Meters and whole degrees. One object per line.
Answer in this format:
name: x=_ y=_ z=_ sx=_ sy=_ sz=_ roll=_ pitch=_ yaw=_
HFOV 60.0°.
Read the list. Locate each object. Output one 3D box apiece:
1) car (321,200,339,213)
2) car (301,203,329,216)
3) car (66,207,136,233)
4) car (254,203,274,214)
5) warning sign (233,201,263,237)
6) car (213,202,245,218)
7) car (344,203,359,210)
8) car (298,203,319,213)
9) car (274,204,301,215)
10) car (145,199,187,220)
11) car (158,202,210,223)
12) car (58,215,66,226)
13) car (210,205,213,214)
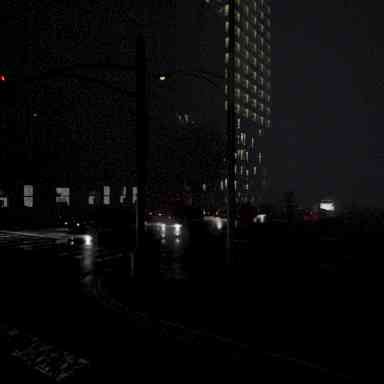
car: x=21.931 y=2.254 z=52.985 sx=2.150 sy=2.045 sz=5.566 roll=0 pitch=-1 yaw=33
car: x=16.517 y=2.456 z=44.499 sx=1.895 sy=1.301 sz=4.718 roll=0 pitch=-1 yaw=33
car: x=-5.652 y=1.805 z=22.384 sx=1.837 sy=1.490 sz=4.892 roll=0 pitch=-1 yaw=33
car: x=10.331 y=2.319 z=47.098 sx=2.128 sy=1.511 sz=4.902 roll=0 pitch=-1 yaw=33
warning sign: x=3.139 y=1.454 z=18.545 sx=1.300 sy=1.860 sz=1.060 roll=1 pitch=1 yaw=33
car: x=4.806 y=1.998 z=38.590 sx=2.097 sy=1.767 sz=4.553 roll=0 pitch=-1 yaw=33
car: x=31.493 y=2.837 z=65.718 sx=1.812 sy=1.442 sz=4.674 roll=0 pitch=-1 yaw=33
car: x=19.181 y=2.576 z=54.718 sx=2.033 sy=1.411 sz=5.357 roll=0 pitch=-1 yaw=33
car: x=13.650 y=2.395 z=46.054 sx=2.033 sy=1.411 sz=5.357 roll=0 pitch=-1 yaw=33
car: x=-2.375 y=1.717 z=33.462 sx=2.150 sy=2.045 sz=5.566 roll=0 pitch=-1 yaw=33
car: x=-0.597 y=1.972 z=30.221 sx=1.837 sy=1.490 sz=4.892 roll=0 pitch=-1 yaw=33
car: x=-7.669 y=1.921 z=25.250 sx=1.895 sy=1.301 sz=4.718 roll=0 pitch=-1 yaw=33
car: x=3.151 y=2.278 z=42.016 sx=1.895 sy=1.301 sz=4.718 roll=0 pitch=-1 yaw=33
